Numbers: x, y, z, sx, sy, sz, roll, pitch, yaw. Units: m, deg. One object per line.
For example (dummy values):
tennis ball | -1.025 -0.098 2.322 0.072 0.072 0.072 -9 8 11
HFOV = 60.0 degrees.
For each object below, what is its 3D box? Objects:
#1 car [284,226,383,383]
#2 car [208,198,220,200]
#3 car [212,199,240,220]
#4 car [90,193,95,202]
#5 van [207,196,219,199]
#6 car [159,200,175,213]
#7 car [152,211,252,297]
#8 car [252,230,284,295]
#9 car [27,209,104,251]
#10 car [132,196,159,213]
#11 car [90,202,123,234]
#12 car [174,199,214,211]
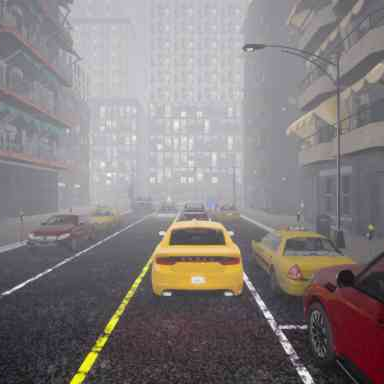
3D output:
car | 2.577 1.315 2.705 2.192 1.841 5.009 0 0 0
car | 2.640 1.535 31.077 1.752 1.417 4.829 0 0 0
car | 2.627 1.532 25.437 1.752 1.417 4.829 0 0 0
car | -20.731 1.132 62.218 5.009 1.841 2.192 1 -1 0
van | 2.666 1.359 42.188 1.690 1.788 3.998 0 0 0
car | -2.665 1.615 37.229 1.994 1.385 4.181 0 0 0
car | 0.121 1.479 8.628 1.882 1.535 5.008 0 0 0
car | 2.589 1.527 8.516 1.752 1.417 4.829 0 0 0
car | -5.279 1.584 14.003 1.802 1.307 4.206 0 0 0
car | -5.227 1.329 36.566 2.192 1.841 5.009 0 0 0
car | -5.266 1.530 19.474 1.752 1.417 4.829 0 0 0
car | 0.149 1.497 22.876 2.128 1.511 4.902 0 0 0
